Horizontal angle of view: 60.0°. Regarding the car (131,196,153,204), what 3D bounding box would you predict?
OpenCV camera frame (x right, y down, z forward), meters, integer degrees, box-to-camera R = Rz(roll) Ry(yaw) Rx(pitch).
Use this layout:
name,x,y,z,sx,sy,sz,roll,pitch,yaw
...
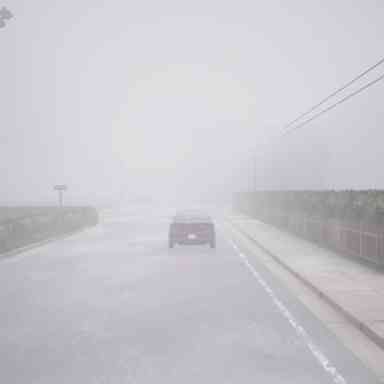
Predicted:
name,x,y,z,sx,sy,sz,roll,pitch,yaw
car,-9.339,1.489,62.253,4.892,1.490,1.837,0,0,39

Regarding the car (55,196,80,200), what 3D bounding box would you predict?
name,x,y,z,sx,sy,sz,roll,pitch,yaw
car,-24.494,1.561,65.147,5.357,1.411,2.033,0,0,0

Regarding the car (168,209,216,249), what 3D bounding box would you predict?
name,x,y,z,sx,sy,sz,roll,pitch,yaw
car,0.000,1.482,14.650,1.882,1.535,5.008,0,0,0
